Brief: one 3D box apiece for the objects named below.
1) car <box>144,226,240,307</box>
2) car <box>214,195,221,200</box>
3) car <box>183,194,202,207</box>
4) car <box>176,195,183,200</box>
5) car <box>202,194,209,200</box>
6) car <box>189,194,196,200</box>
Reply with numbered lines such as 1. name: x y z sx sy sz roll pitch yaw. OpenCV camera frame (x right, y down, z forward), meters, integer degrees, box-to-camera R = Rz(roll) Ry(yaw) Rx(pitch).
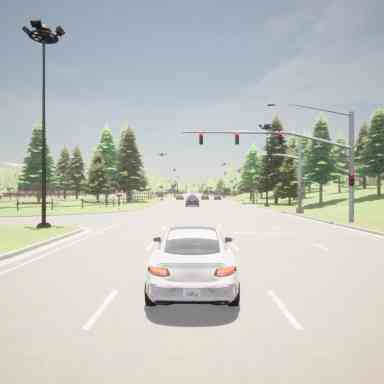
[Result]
1. car: 0.017 1.526 7.872 1.812 1.442 4.674 0 0 0
2. car: 7.128 1.525 93.212 2.128 1.511 4.902 0 0 0
3. car: 0.071 1.352 51.745 2.097 1.767 4.553 0 0 0
4. car: -3.372 1.553 93.193 1.994 1.385 4.181 0 0 0
5. car: 3.628 1.355 93.187 2.097 1.767 4.553 0 0 0
6. car: 0.128 1.355 93.192 2.097 1.767 4.553 0 0 0
